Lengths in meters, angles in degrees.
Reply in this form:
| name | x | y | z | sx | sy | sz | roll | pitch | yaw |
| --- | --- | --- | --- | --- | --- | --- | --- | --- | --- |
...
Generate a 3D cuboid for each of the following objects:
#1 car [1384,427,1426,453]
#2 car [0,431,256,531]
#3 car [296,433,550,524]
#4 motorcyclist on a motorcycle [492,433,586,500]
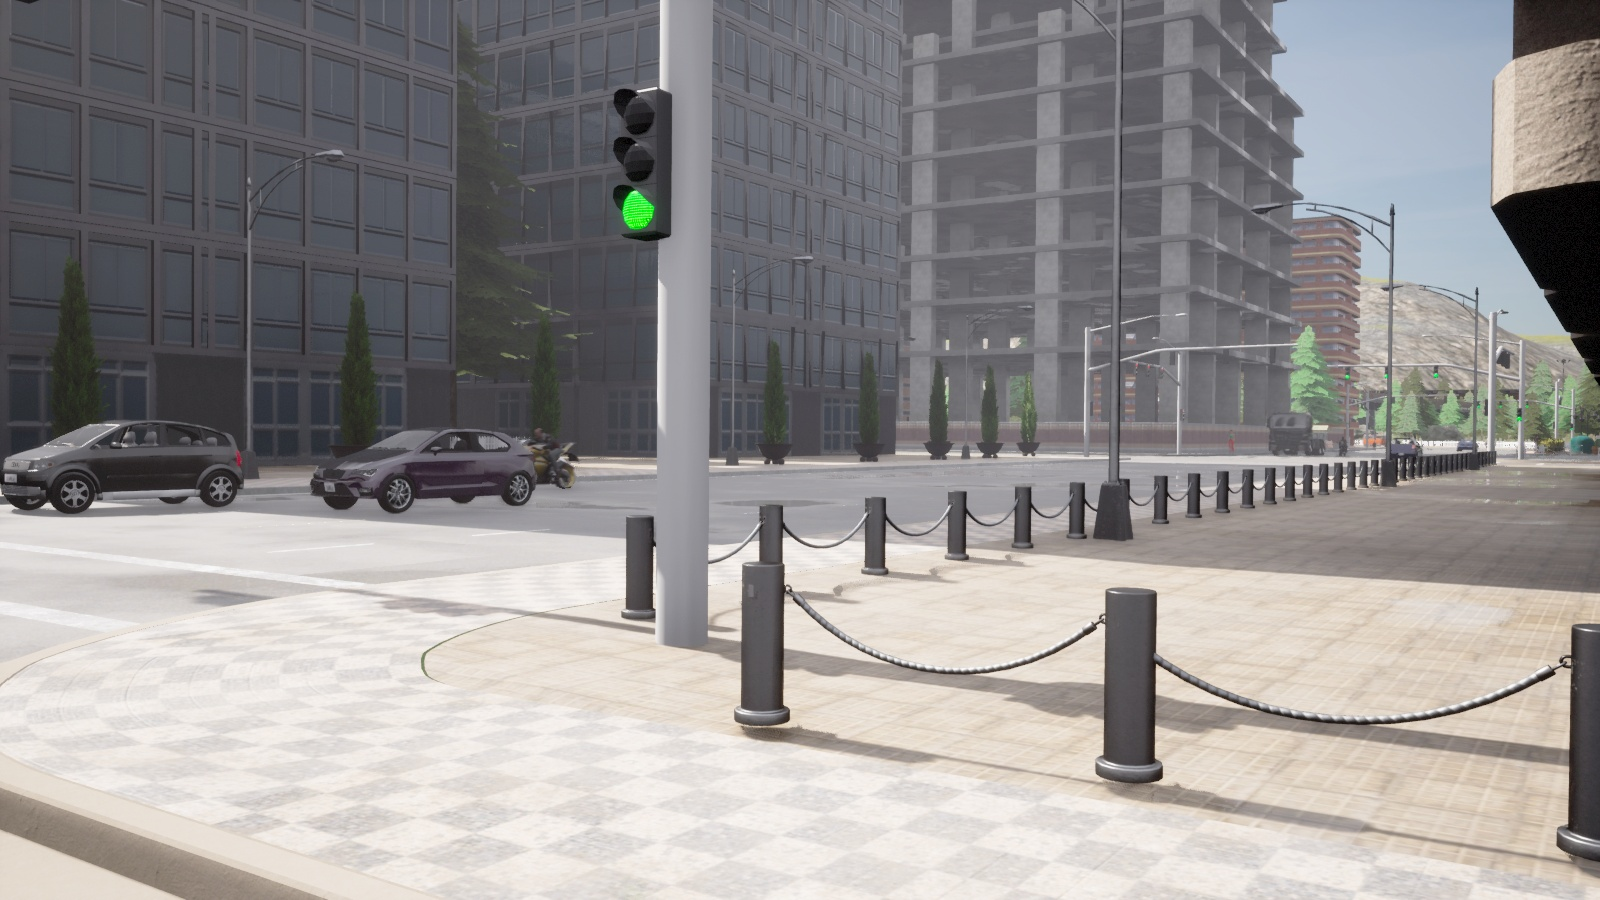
| name | x | y | z | sx | sy | sz | roll | pitch | yaw |
| --- | --- | --- | --- | --- | --- | --- | --- | --- | --- |
| car | 35.937 | -0.626 | 74.561 | 1.845 | 1.501 | 3.633 | 0 | 1 | 32 |
| car | -11.657 | 0.463 | 21.730 | 1.789 | 1.549 | 3.705 | 0 | 1 | 34 |
| car | -6.723 | 0.439 | 22.796 | 1.816 | 1.474 | 4.193 | 0 | 1 | 34 |
| motorcyclist on a motorcycle | -6.182 | 0.359 | 29.875 | 0.866 | 1.530 | 2.191 | 0 | 1 | 34 |
